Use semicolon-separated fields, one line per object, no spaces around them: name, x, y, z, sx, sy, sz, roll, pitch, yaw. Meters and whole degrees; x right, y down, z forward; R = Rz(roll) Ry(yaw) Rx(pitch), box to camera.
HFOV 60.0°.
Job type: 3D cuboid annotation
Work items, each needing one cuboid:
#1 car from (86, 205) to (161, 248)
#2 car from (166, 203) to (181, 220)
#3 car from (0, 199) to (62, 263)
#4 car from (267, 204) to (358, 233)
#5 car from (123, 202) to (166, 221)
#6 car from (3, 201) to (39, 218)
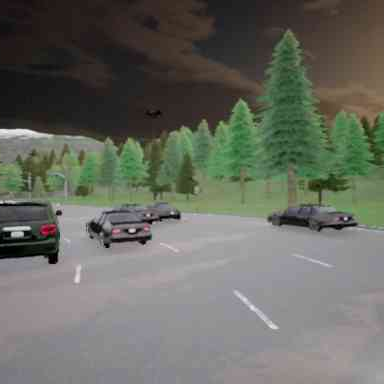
car;-3.470;1.550;15.094;2.033;1.411;5.357;-1;0;-27
car;-2.623;1.515;26.168;1.994;1.385;4.181;-1;0;-36
car;-5.867;1.275;11.736;2.150;2.045;5.566;0;0;-22
car;6.515;1.376;18.702;2.033;1.411;5.357;-1;0;-26
car;-4.318;1.536;23.085;2.033;1.411;5.357;-1;0;-38
car;-17.097;1.708;33.154;2.033;1.411;5.357;-1;0;-40
